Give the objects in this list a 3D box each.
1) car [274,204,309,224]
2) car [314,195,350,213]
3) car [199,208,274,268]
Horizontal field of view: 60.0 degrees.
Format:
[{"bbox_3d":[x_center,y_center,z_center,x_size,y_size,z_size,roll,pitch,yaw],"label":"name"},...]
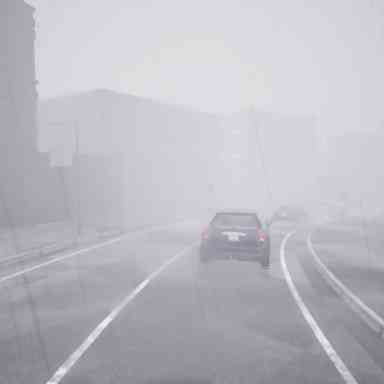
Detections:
[{"bbox_3d":[7.903,1.668,26.323,1.994,1.385,4.181,3,1,32],"label":"car"},{"bbox_3d":[17.940,1.493,42.439,5.566,2.045,2.150,2,2,-36],"label":"car"},{"bbox_3d":[1.684,1.348,11.649,2.097,1.767,4.553,1,0,13],"label":"car"}]
